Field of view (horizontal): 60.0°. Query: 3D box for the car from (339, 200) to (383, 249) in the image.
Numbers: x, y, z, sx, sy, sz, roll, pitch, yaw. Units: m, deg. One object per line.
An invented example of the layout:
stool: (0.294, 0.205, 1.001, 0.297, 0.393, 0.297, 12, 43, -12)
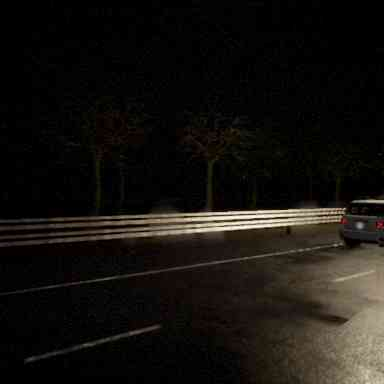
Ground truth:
car: (8.568, 1.368, 14.183, 5.566, 2.045, 2.150, 1, 0, -35)
